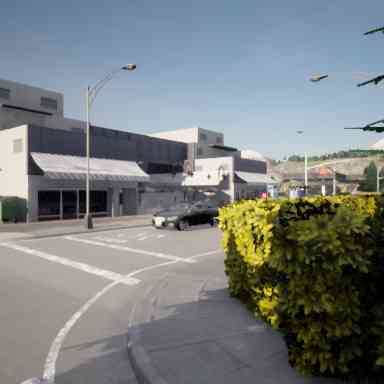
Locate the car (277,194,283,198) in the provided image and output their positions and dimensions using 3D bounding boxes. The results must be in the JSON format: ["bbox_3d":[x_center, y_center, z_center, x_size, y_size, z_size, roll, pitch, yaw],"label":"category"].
[{"bbox_3d":[20.164,1.247,74.248,1.970,1.475,3.806,0,0,39],"label":"car"}]

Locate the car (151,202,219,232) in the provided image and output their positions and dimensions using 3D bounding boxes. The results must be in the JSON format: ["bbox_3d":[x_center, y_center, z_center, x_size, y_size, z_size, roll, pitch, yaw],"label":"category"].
[{"bbox_3d":[-0.170,1.315,18.834,2.128,1.511,4.902,0,0,39],"label":"car"}]

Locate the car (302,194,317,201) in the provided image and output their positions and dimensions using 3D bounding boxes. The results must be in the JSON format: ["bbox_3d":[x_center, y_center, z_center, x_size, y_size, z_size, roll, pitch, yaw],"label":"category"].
[{"bbox_3d":[27.432,1.313,77.454,2.007,1.523,4.514,0,0,39],"label":"car"}]

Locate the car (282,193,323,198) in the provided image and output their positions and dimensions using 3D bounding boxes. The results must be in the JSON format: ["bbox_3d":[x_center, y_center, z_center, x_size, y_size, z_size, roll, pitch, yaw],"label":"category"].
[{"bbox_3d":[11.084,1.176,32.752,2.097,1.767,4.553,0,0,39],"label":"car"}]
